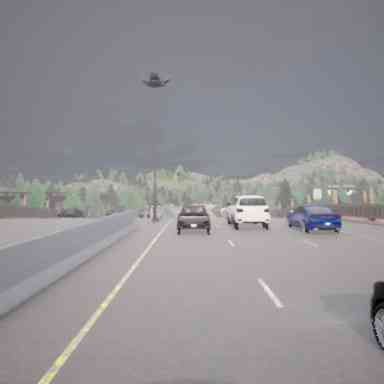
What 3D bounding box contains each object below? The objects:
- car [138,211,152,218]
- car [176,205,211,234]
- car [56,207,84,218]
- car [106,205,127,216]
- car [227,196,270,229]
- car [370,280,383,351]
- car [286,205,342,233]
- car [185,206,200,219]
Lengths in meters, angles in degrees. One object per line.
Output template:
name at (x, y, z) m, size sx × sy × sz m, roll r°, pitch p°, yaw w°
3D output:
car at (-7.074, 3.638, 51.384) m, size 1.882 × 1.535 × 5.008 m, roll 0°, pitch -7°, yaw 0°
car at (0.091, 1.530, 19.654) m, size 2.128 × 1.511 × 4.902 m, roll 0°, pitch 0°, yaw 0°
car at (-14.097, 2.372, 38.702) m, size 1.994 × 1.385 × 4.181 m, roll 0°, pitch -5°, yaw 0°
car at (-10.592, 2.914, 47.584) m, size 2.150 × 2.045 × 5.566 m, roll 0°, pitch -7°, yaw 0°
car at (3.593, 1.274, 21.996) m, size 2.150 × 2.045 × 5.566 m, roll 0°, pitch -1°, yaw 0°
car at (3.599, 1.483, 2.990) m, size 1.882 × 1.535 × 5.008 m, roll 0°, pitch 0°, yaw 0°
car at (7.091, 1.517, 19.840) m, size 1.882 × 1.535 × 5.008 m, roll 0°, pitch 0°, yaw 0°
car at (0.085, 2.638, 42.429) m, size 1.837 × 1.490 × 4.892 m, roll 0°, pitch -6°, yaw 0°
